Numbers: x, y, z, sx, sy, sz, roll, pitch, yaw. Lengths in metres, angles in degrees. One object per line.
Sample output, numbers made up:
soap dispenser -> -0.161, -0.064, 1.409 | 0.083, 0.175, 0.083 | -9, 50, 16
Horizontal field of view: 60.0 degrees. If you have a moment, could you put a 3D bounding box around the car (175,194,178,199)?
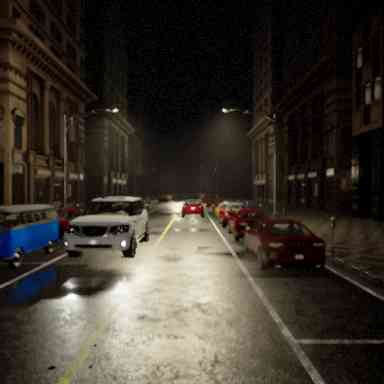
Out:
car -> -5.752, 1.174, 89.196 | 2.192, 1.841, 5.009 | 0, 0, 0

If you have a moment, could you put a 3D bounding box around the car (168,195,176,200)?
car -> -5.750, 1.416, 94.798 | 1.947, 1.339, 4.313 | 0, 0, 0

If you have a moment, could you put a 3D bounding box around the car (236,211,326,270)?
car -> 2.761, 1.527, 10.773 | 1.887, 1.381, 4.507 | 0, 0, 0

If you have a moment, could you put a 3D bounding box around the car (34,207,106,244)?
car -> -5.763, 1.517, 16.369 | 1.887, 1.381, 4.507 | 0, 0, 0

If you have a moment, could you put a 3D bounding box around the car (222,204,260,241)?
car -> 2.762, 1.517, 16.376 | 1.887, 1.381, 4.507 | 0, 0, 0

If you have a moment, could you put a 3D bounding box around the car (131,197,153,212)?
car -> -5.760, 1.375, 38.777 | 1.967, 1.590, 4.097 | 0, 0, 0

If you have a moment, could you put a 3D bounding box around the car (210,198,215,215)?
car -> 2.764, 1.479, 27.749 | 1.752, 1.417, 4.829 | 0, 0, 0

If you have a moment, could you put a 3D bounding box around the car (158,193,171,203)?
car -> -5.755, 1.437, 66.787 | 1.887, 1.381, 4.507 | 0, 0, 0

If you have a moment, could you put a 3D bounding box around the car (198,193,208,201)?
car -> 2.772, 1.182, 83.597 | 2.192, 1.841, 5.009 | 0, 0, 0

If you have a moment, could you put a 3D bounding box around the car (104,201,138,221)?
car -> -5.761, 1.479, 27.403 | 1.752, 1.417, 4.829 | 0, 0, 0

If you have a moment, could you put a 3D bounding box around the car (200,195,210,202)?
car -> 2.772, 1.434, 72.393 | 2.008, 1.369, 4.403 | 0, 0, 0

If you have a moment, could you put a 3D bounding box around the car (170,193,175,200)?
car -> -5.753, 1.426, 77.992 | 2.008, 1.369, 4.403 | 0, 0, 0

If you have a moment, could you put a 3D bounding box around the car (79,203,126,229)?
car -> -5.762, 1.508, 21.970 | 1.887, 1.381, 4.507 | 0, 0, 0

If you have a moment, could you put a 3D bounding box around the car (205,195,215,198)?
car -> 2.767, 1.471, 44.384 | 1.887, 1.381, 4.507 | 0, 0, 0

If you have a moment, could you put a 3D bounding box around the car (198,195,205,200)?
car -> 2.775, 1.417, 94.800 | 1.947, 1.339, 4.313 | 0, 0, 0

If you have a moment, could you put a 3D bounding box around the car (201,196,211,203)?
car -> 2.771, 1.458, 66.791 | 1.947, 1.339, 4.313 | 0, 0, 0

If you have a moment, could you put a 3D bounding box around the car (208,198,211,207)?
car -> 2.765, 1.527, 33.181 | 1.802, 1.307, 4.206 | 0, 0, 0

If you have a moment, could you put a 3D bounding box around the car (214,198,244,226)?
car -> 2.763, 1.403, 21.977 | 1.967, 1.590, 4.097 | 0, 0, 0

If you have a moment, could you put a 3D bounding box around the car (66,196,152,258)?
car -> -3.027, 1.202, 13.010 | 2.150, 2.045, 5.566 | 0, 0, 0

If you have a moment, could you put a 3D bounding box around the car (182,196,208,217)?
car -> 0.093, 1.451, 31.187 | 2.163, 1.488, 4.792 | 0, 0, 0

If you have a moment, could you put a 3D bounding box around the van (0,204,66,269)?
van -> -5.765, 1.323, 10.766 | 1.690, 1.788, 3.998 | 0, 0, 0

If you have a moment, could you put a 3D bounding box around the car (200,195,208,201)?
car -> 2.772, 1.400, 78.165 | 1.752, 1.417, 4.829 | 0, 0, 0

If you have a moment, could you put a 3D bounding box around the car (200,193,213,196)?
car -> 2.768, 1.224, 55.588 | 2.192, 1.841, 5.009 | 0, 0, 0

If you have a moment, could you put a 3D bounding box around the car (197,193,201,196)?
car -> 0.015, 1.396, 49.404 | 1.882, 1.535, 5.008 | 0, 0, 0
